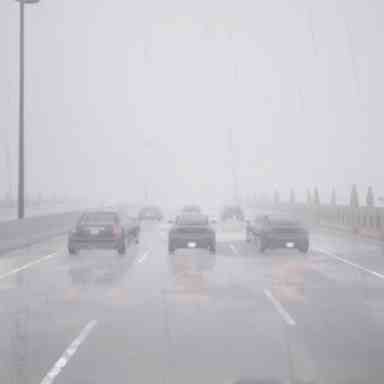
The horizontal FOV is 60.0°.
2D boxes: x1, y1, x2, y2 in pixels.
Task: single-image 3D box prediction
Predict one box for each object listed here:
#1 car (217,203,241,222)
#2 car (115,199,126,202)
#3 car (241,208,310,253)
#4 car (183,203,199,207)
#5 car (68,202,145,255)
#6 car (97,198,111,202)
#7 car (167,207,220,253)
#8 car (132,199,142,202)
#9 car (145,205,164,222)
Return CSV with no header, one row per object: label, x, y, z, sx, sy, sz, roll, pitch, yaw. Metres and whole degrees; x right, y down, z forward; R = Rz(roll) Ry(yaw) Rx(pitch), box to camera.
car,3.432,1.786,29.489,1.837,1.490,4.892,0,0,-1
car,-15.239,2.146,71.053,1.882,1.535,5.008,0,-1,-2
car,3.501,1.643,14.298,1.837,1.490,4.892,0,0,0
car,-0.067,1.785,29.423,1.837,1.490,4.892,0,0,-1
car,-3.500,1.483,14.085,2.097,1.767,4.553,0,-1,0
car,-18.738,2.023,70.983,2.097,1.767,4.553,0,-1,-2
car,0.001,1.643,14.298,1.837,1.490,4.892,0,0,0
car,-11.740,2.147,71.155,1.882,1.535,5.008,0,-1,-2
car,-3.566,1.841,29.379,1.994,1.385,4.181,0,-1,-1
